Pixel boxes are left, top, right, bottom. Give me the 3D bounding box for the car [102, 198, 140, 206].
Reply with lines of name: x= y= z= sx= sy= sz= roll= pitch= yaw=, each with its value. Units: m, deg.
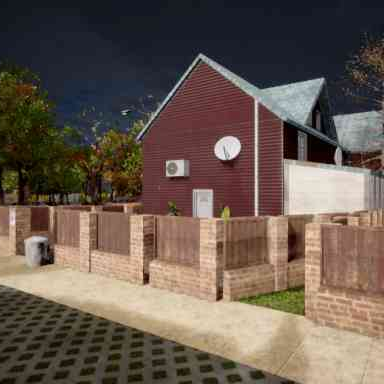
car: x=-7.591 y=1.447 z=35.198 sx=2.097 sy=1.767 sz=4.553 roll=0 pitch=0 yaw=35
